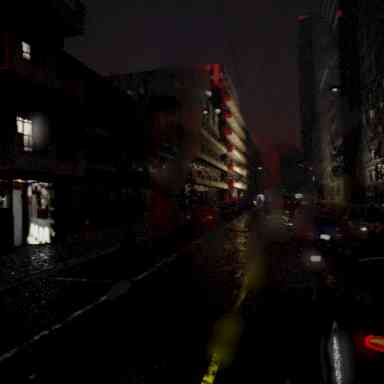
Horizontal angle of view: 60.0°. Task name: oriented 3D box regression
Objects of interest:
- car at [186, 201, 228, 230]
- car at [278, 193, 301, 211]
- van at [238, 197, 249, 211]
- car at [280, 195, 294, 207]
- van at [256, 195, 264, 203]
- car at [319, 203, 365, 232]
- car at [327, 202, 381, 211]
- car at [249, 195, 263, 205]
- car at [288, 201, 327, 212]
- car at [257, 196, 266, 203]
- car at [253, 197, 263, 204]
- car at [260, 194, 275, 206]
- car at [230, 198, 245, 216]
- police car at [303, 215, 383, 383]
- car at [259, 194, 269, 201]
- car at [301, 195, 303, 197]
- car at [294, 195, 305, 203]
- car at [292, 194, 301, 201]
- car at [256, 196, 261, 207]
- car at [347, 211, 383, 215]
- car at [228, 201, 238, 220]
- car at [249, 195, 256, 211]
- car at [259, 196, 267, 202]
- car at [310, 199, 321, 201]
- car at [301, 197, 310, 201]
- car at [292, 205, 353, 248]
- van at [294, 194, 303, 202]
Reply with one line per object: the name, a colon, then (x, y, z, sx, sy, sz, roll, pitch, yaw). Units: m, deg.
car: (0.911, 1.633, 22.538, 1.967, 1.590, 4.097, -1, 0, 15)
car: (11.857, 1.258, 41.013, 2.150, 2.045, 5.566, -2, 0, 15)
van: (5.305, 1.553, 38.589, 1.690, 1.788, 3.998, -1, 0, 15)
car: (15.367, 1.404, 53.868, 2.097, 1.767, 4.553, -2, -1, 15)
van: (15.584, 1.595, 76.031, 1.690, 1.788, 3.998, -1, 0, 15)
car: (9.011, 1.471, 20.398, 1.887, 1.381, 4.507, -1, 0, 15)
car: (7.544, 1.359, 15.047, 1.967, 1.590, 4.097, -1, 0, 15)
car: (12.626, 1.559, 65.338, 2.192, 1.841, 5.009, -1, 0, 15)
car: (7.057, 1.511, 20.291, 1.812, 1.442, 4.674, -2, -1, 15)
car: (17.013, 1.784, 81.213, 1.752, 1.417, 4.829, -1, 0, 15)
car: (14.042, 1.775, 70.525, 1.752, 1.417, 4.829, -1, 0, 15)
car: (13.263, 1.628, 57.524, 1.882, 1.535, 5.008, -2, -1, 15)
car: (3.841, 1.646, 33.239, 1.967, 1.590, 4.097, -1, 0, 15)
police car: (2.906, 1.387, 4.953, 1.930, 1.638, 5.238, -2, -1, 15)
car: (19.985, 1.584, 92.077, 2.192, 1.841, 5.009, -1, 0, 15)
car: (16.381, 1.484, 47.317, 1.752, 1.417, 4.829, -1, 0, 15)
car: (22.197, 1.423, 68.558, 1.967, 1.590, 4.097, -1, 0, 15)
car: (26.593, 1.439, 84.611, 1.967, 1.590, 4.097, -1, 0, 15)
car: (9.702, 1.782, 54.637, 2.008, 1.369, 4.403, -1, 0, 15)
car: (6.080, 1.456, 9.696, 1.887, 1.381, 4.507, -1, 0, 15)
car: (2.377, 1.744, 27.889, 1.887, 1.381, 4.507, -1, 0, 15)
car: (6.769, 1.533, 43.938, 2.192, 1.841, 5.009, -1, 0, 15)
car: (18.524, 1.846, 86.726, 1.802, 1.307, 4.206, -1, 0, 15)
car: (10.476, 1.478, 25.750, 1.887, 1.381, 4.507, -1, 0, 15)
car: (13.406, 1.497, 36.451, 2.008, 1.369, 4.403, -1, 0, 15)
car: (5.503, 1.502, 14.497, 1.812, 1.442, 4.674, -2, -1, 15)
van: (23.661, 1.329, 73.909, 1.690, 1.788, 3.998, -1, 0, 15)
